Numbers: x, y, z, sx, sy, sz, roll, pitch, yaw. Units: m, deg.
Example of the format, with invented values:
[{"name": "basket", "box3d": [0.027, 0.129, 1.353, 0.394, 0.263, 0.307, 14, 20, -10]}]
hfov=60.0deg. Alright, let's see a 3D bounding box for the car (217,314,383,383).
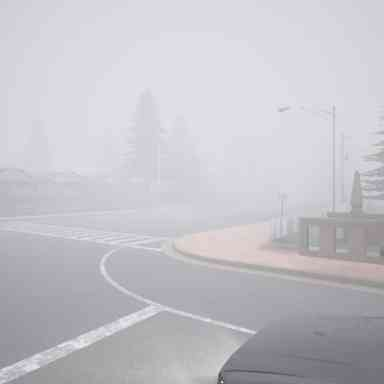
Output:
[{"name": "car", "box3d": [2.746, 1.550, 2.016, 5.357, 1.411, 2.033, 0, 0, 36]}]
